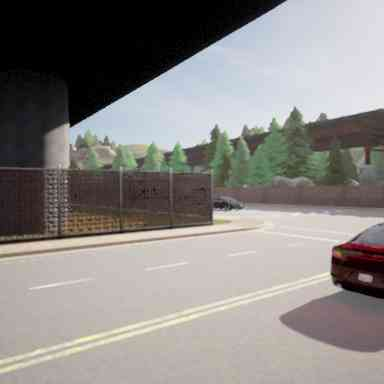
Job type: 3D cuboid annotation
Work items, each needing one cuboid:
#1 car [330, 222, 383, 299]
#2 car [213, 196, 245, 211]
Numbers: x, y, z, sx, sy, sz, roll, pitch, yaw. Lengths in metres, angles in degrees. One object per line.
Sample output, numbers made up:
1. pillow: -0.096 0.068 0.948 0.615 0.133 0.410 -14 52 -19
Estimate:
1. car: 5.156 1.369 7.452 5.008 1.535 1.882 -1 1 -35
2. car: 3.505 1.204 35.418 1.837 1.490 4.892 -1 1 -36
